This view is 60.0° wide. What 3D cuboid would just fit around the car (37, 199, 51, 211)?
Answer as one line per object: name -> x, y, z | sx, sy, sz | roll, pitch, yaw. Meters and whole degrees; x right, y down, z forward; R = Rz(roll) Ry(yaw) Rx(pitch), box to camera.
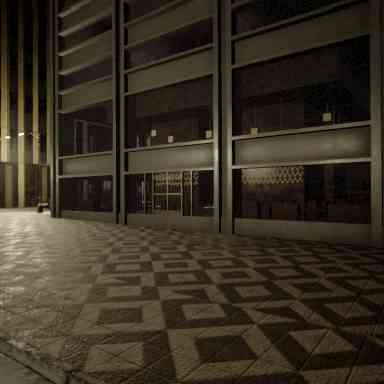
car -> -15.555, 1.339, 38.968 | 2.128, 1.511, 4.902 | 0, 0, 36
